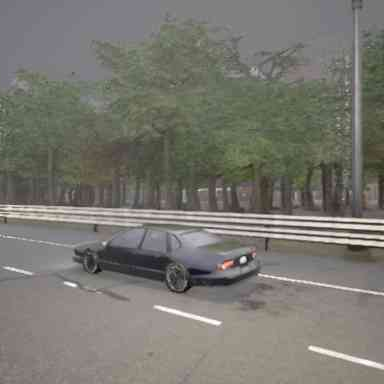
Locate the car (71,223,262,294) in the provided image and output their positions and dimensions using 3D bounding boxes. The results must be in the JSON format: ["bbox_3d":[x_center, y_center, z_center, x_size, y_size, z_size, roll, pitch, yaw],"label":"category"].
[{"bbox_3d":[-0.913,1.556,8.823,5.357,1.411,2.033,0,0,36],"label":"car"}]
